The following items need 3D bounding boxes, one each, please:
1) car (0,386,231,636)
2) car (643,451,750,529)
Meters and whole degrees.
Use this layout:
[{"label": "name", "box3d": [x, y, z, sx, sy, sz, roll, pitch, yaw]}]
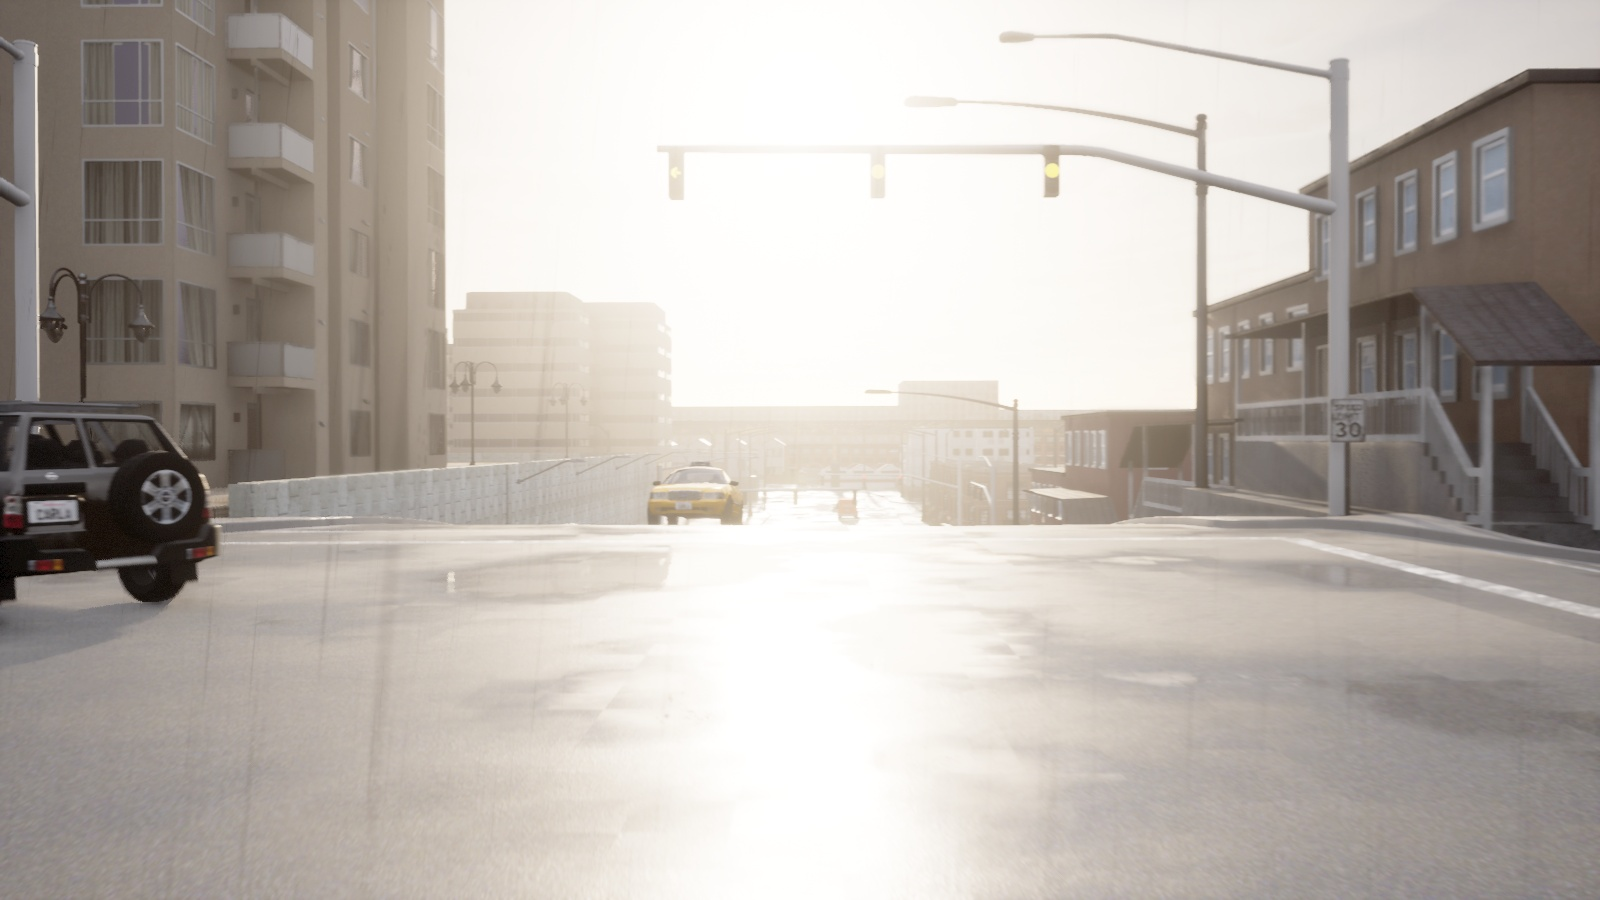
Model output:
[{"label": "car", "box3d": [-7.498, 0.461, 11.239, 4.605, 1.855, 1.932, 0, 0, 27]}, {"label": "car", "box3d": [-2.273, 1.010, 28.958, 1.801, 1.575, 5.366, 0, -4, 2]}]
